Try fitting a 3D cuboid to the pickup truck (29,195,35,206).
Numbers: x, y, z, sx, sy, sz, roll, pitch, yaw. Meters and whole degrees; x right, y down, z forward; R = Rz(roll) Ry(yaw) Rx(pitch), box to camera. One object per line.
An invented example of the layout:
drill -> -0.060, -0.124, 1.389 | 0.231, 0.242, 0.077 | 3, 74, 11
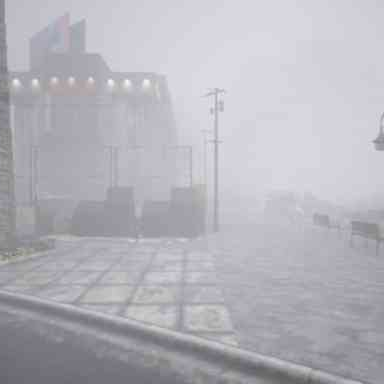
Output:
pickup truck -> -10.849, 0.986, 26.092 | 2.390, 2.098, 6.274 | 0, 0, 0
